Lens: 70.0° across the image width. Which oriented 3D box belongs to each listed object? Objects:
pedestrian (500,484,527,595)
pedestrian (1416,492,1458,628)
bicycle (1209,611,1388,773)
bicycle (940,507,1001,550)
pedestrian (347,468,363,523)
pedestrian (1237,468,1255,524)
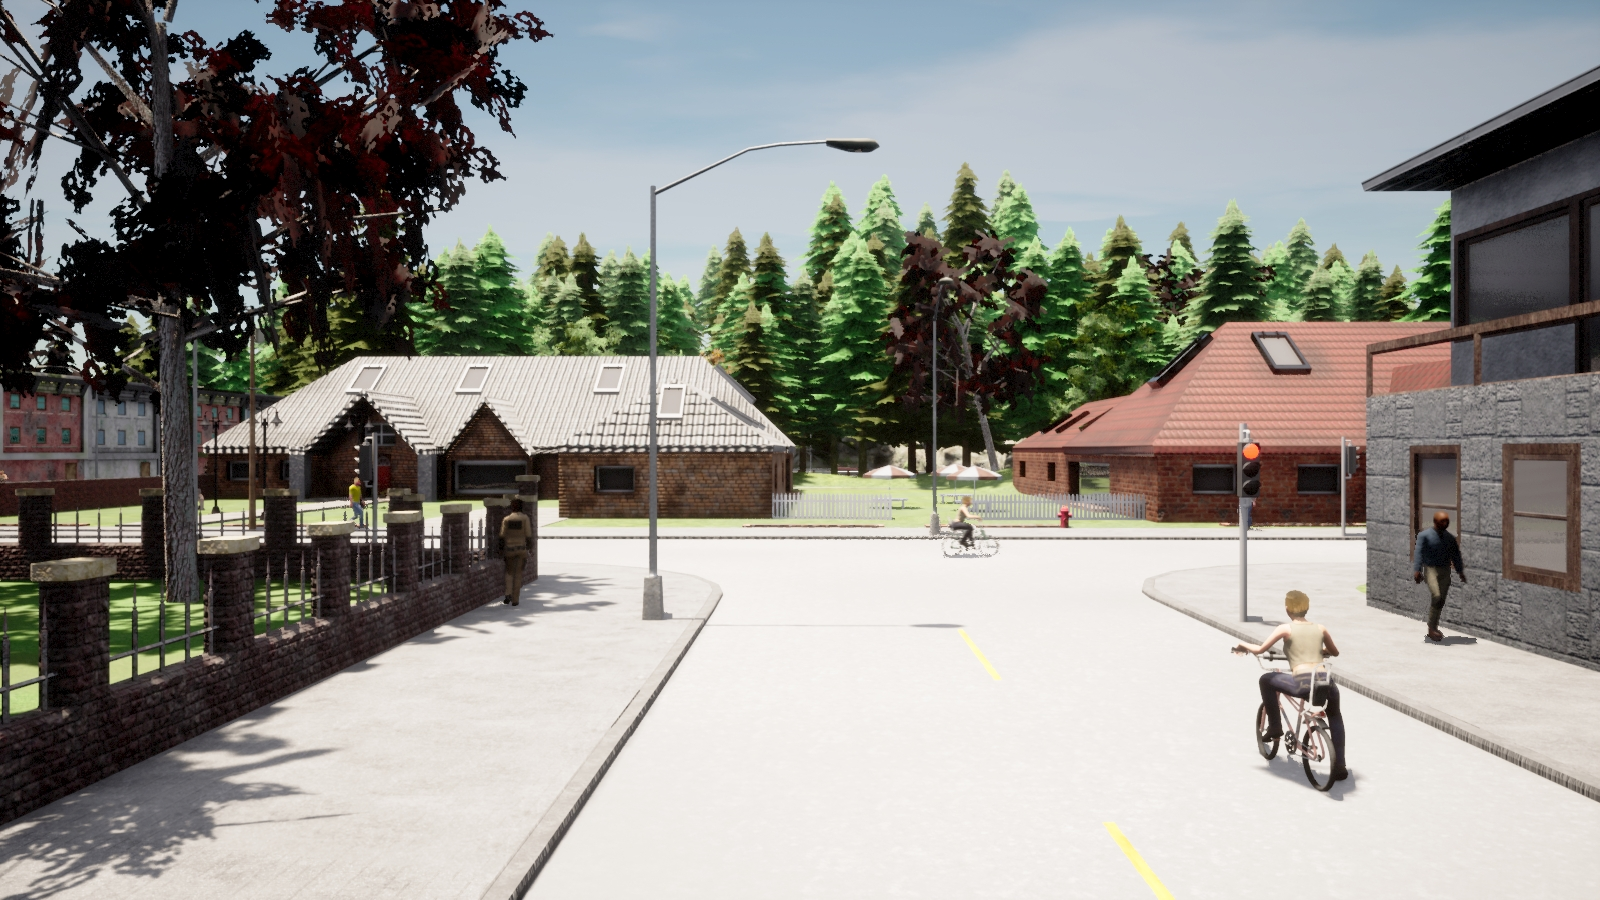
[{"bbox_3d":[-4.902,1.523,19.545,0.375,1.860,0.375,0,0,-2],"label":"pedestrian"},{"bbox_3d":[8.858,1.516,15.901,0.375,1.860,0.375,0,0,1],"label":"pedestrian"},{"bbox_3d":[4.247,2.036,9.857,0.859,1.080,1.487,0,0,-2],"label":"bicycle"},{"bbox_3d":[4.421,2.036,29.729,1.487,1.080,0.859,0,0,1],"label":"bicycle"},{"bbox_3d":[-14.976,1.524,38.434,0.375,1.860,0.375,0,0,2],"label":"pedestrian"},{"bbox_3d":[14.829,1.524,37.994,0.375,1.860,0.375,0,0,-21],"label":"pedestrian"}]
